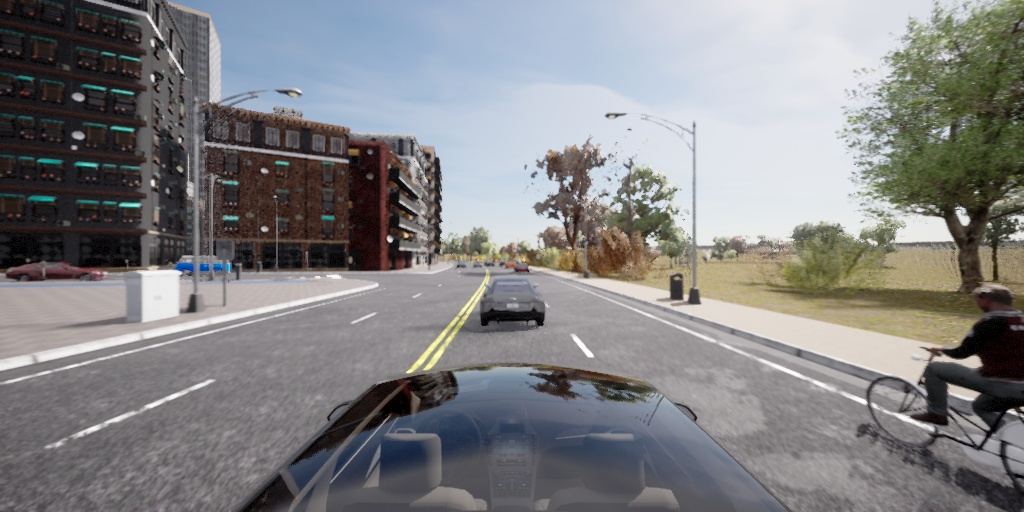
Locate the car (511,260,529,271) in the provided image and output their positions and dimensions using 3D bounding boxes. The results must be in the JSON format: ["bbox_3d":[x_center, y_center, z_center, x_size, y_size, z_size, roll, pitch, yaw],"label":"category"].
[{"bbox_3d":[1.360,1.687,53.641,1.994,1.385,4.181,0,0,-4],"label":"car"}]

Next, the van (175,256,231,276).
[{"bbox_3d":[-28.450,0.907,33.163,3.998,1.789,1.690,0,0,-31],"label":"van"}]

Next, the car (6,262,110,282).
[{"bbox_3d":[-28.999,1.050,23.023,4.207,1.307,1.802,0,0,-31],"label":"car"}]

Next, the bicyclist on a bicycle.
[{"bbox_3d":[4.123,1.129,3.262,0.659,1.776,1.843,0,0,0],"label":"bicyclist on a bicycle"}]

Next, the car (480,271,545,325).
[{"bbox_3d":[-0.006,1.392,12.156,1.994,1.385,4.181,0,0,-1],"label":"car"}]
